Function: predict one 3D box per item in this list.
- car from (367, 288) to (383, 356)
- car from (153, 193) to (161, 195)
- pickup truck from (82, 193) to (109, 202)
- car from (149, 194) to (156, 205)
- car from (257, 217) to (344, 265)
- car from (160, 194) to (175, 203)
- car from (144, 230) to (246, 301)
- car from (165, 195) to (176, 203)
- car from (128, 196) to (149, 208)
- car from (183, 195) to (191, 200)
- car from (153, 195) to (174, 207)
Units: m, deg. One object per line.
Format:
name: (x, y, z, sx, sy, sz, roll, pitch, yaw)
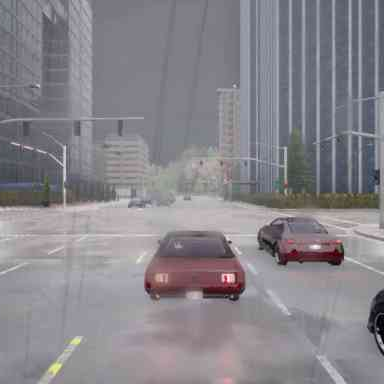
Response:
car: (3.608, 1.564, 3.236, 1.994, 1.385, 4.181, 0, 0, -1)
car: (-8.111, 1.222, 75.831, 2.150, 2.045, 5.566, 0, 0, -1)
pickup truck: (-21.197, 1.059, 73.336, 2.390, 2.098, 6.274, 0, 0, 30)
car: (-7.923, 1.506, 57.677, 1.837, 1.490, 4.892, 0, 0, -1)
car: (3.577, 1.564, 11.647, 1.994, 1.385, 4.181, 0, 0, 0)
car: (-4.465, 1.504, 61.405, 1.837, 1.490, 4.892, 0, 0, -1)
car: (0.071, 1.601, 8.289, 1.895, 1.301, 4.718, 0, 0, 0)
car: (-4.553, 1.525, 71.846, 2.128, 1.511, 4.902, 0, 0, -1)
car: (-7.793, 1.526, 47.464, 1.812, 1.442, 4.674, 0, 0, 1)
car: (-1.295, 1.553, 88.561, 1.994, 1.385, 4.181, 0, 0, -1)
car: (-4.350, 1.547, 51.564, 2.033, 1.411, 5.357, 0, 0, -1)
